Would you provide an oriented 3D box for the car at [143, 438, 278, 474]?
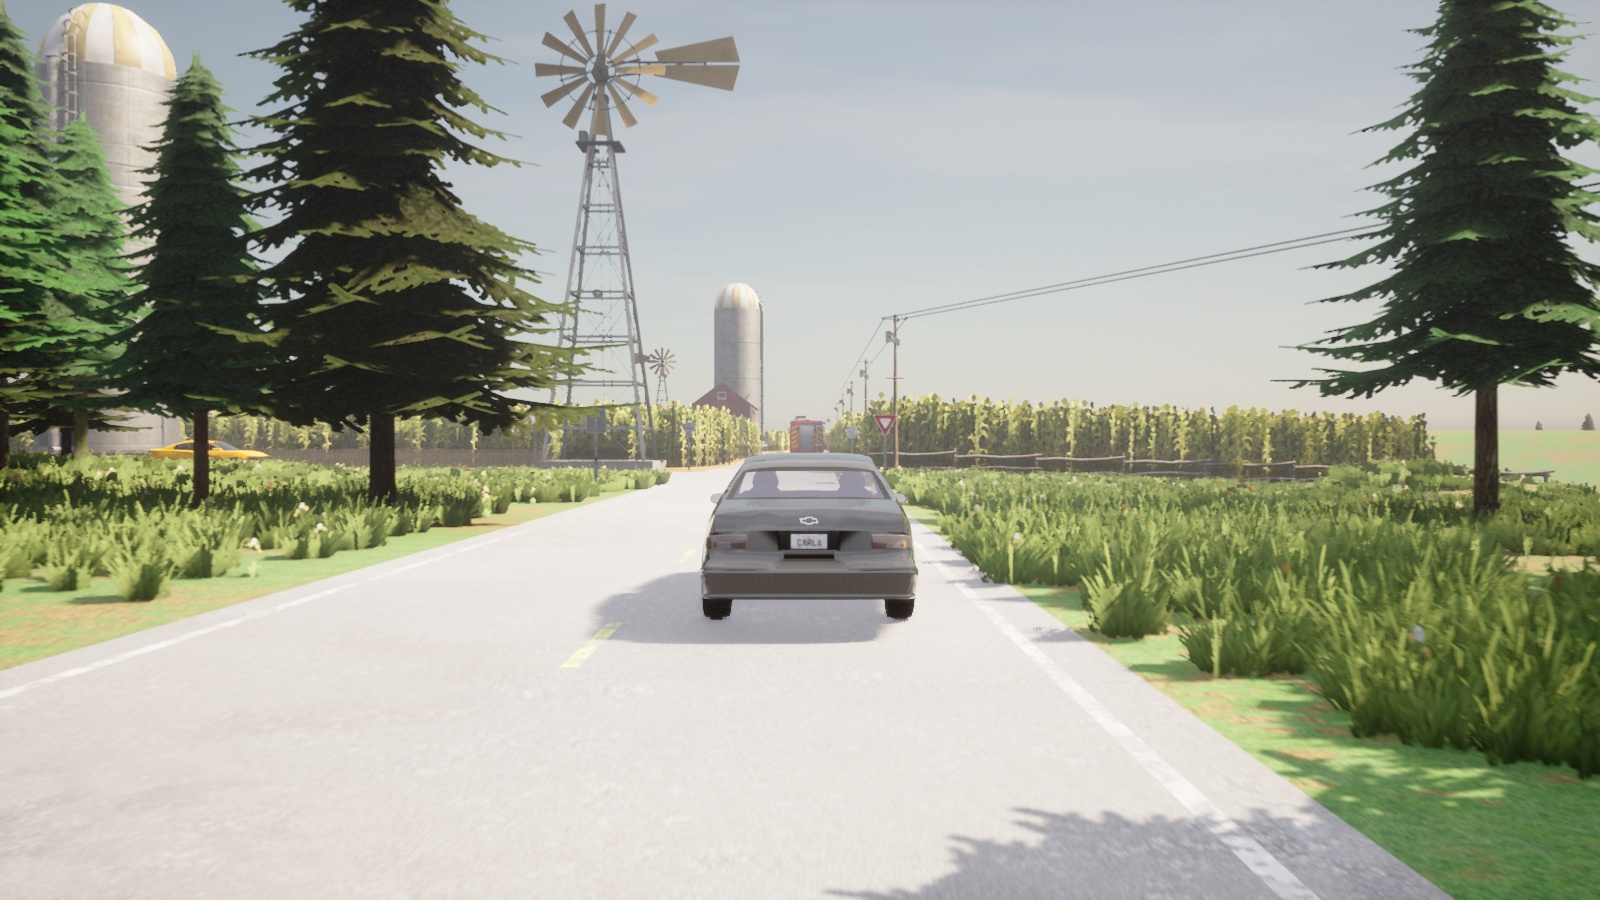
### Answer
[{"bbox_3d":[-25.787,0.253,55.032,5.008,1.535,1.882,0,0,1],"label":"car"}]

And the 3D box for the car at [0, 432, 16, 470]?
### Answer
[{"bbox_3d":[-37.659,0.044,55.206,5.027,1.651,2.152,0,0,1],"label":"car"}]

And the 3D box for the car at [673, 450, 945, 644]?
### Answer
[{"bbox_3d":[0.080,0.726,12.056,2.033,1.411,5.357,0,0,0],"label":"car"}]
